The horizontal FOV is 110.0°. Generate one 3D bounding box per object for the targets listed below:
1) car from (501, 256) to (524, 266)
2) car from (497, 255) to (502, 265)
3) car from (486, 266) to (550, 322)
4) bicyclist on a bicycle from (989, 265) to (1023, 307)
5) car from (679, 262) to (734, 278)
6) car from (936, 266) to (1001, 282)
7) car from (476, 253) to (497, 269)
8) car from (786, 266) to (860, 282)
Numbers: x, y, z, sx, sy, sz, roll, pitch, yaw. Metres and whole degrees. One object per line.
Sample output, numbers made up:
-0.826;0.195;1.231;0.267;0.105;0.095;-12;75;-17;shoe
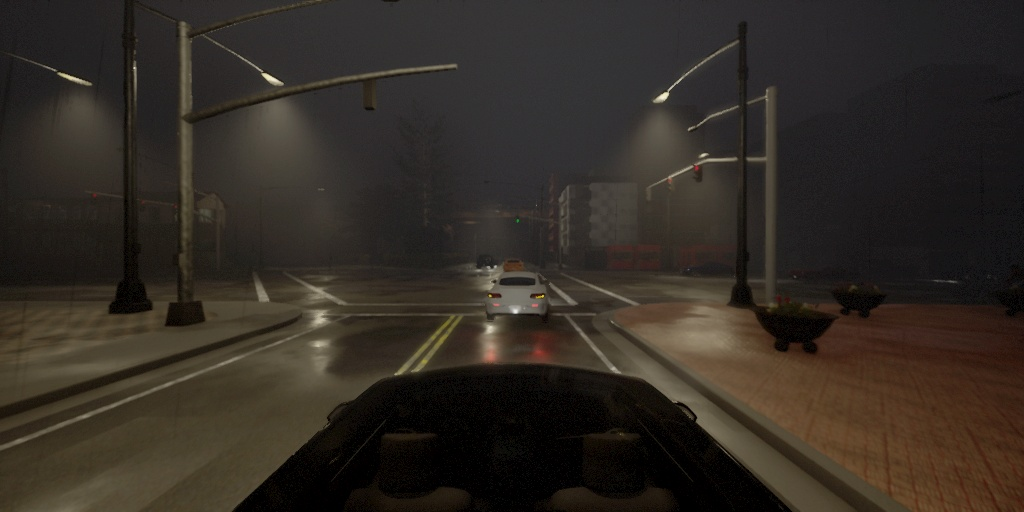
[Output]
0.126;1.037;35.390;1.882;1.535;5.008;0;0;0;car
-3.484;0.853;64.162;2.128;1.511;4.902;0;0;1;car
0.278;1.219;11.876;1.812;1.442;4.674;0;0;5;car
18.500;1.146;13.061;0.582;1.620;1.656;1;0;0;bicyclist on a bicycle
17.900;1.242;33.028;4.674;1.442;1.812;1;0;-1;car
42.132;1.628;33.164;4.181;1.385;1.994;1;0;0;car
-3.550;0.676;48.478;2.150;2.045;5.566;0;1;0;car
25.566;1.441;29.592;4.718;1.301;1.895;1;0;0;car
